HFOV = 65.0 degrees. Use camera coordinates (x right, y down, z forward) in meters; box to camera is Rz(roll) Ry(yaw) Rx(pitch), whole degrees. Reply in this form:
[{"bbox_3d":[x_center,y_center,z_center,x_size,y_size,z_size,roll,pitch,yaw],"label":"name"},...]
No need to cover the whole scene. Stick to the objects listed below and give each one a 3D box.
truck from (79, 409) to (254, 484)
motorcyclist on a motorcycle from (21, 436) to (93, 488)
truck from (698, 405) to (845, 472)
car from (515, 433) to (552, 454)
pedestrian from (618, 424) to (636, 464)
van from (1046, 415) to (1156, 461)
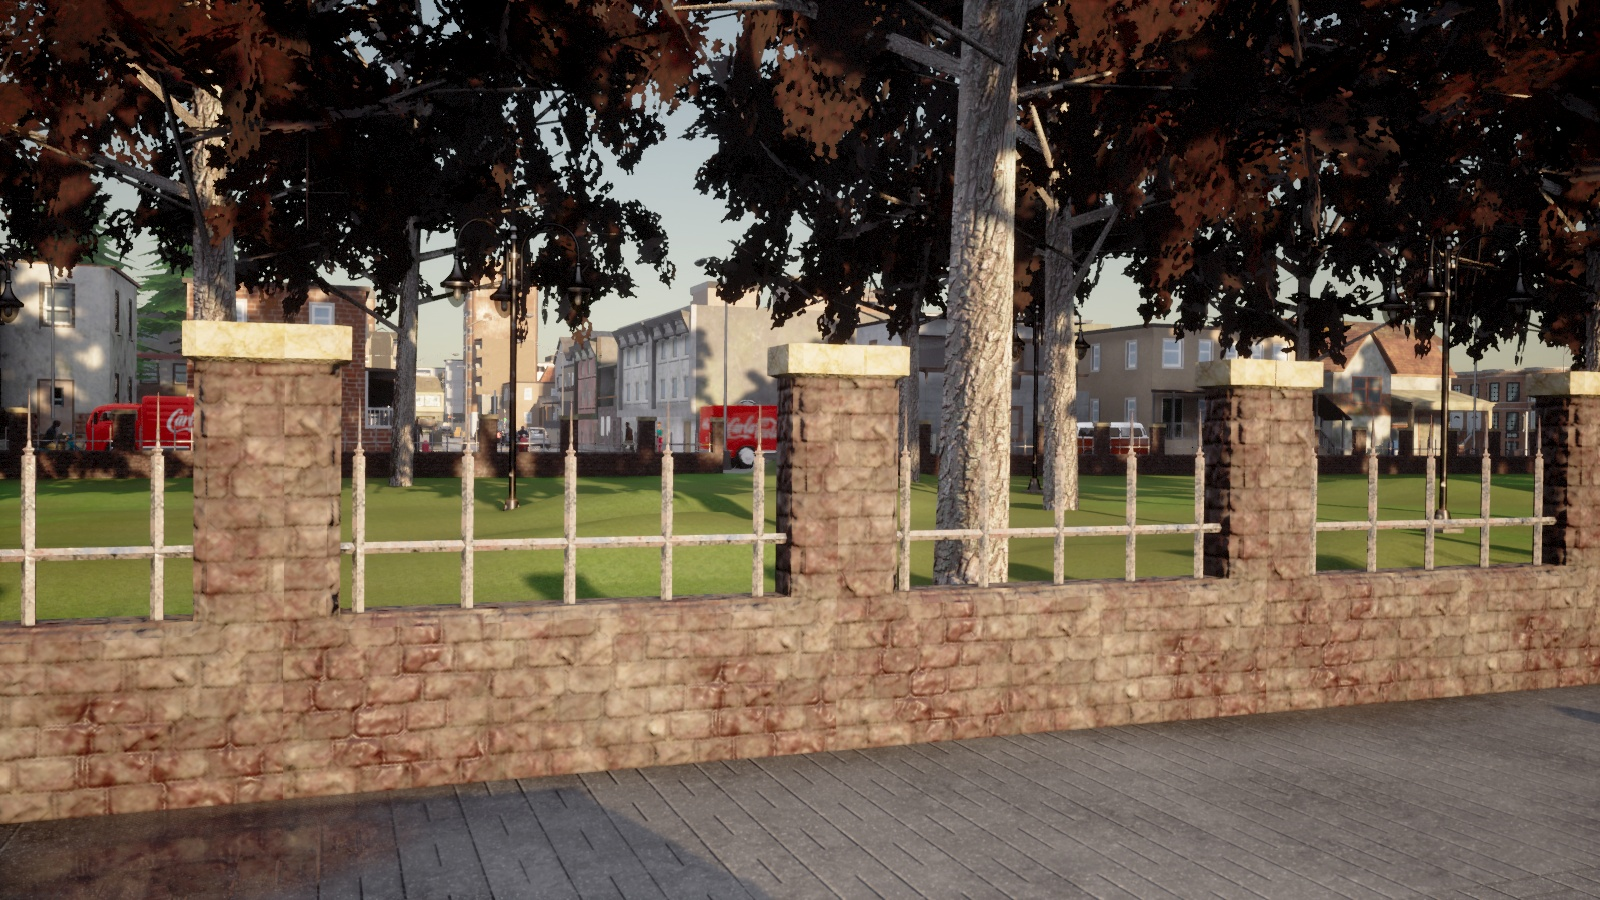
[{"bbox_3d":[-21.977,-0.168,43.885,5.204,2.467,2.627,-1,1,-22],"label":"truck"},{"bbox_3d":[-23.117,0.365,39.109,1.817,1.590,0.866,-1,1,-22],"label":"motorcyclist on a motorcycle"},{"bbox_3d":[-1.129,-0.474,48.996,5.204,2.467,2.627,-1,1,-17],"label":"truck"},{"bbox_3d":[-18.827,-0.477,88.737,1.970,1.475,3.806,-1,1,-21],"label":"car"},{"bbox_3d":[-8.138,-0.286,59.152,0.431,1.840,0.703,0,1,44],"label":"pedestrian"},{"bbox_3d":[13.751,-0.562,57.438,4.480,2.038,2.069,-1,1,-21],"label":"van"}]
